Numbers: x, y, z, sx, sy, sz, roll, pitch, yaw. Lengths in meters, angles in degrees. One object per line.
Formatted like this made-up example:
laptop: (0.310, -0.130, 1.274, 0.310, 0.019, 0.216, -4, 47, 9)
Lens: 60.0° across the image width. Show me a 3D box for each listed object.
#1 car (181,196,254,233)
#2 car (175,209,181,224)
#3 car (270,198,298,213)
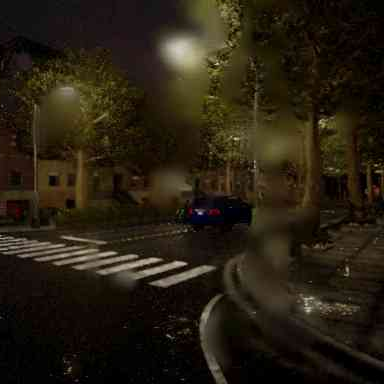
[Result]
car: (2.029, 1.254, 20.228, 2.150, 2.045, 5.566, 0, 0, 36)
car: (0.730, 1.397, 24.654, 2.097, 1.767, 4.553, 0, 0, 35)
car: (10.756, 1.442, 38.712, 1.882, 1.535, 5.008, 0, 0, 35)
